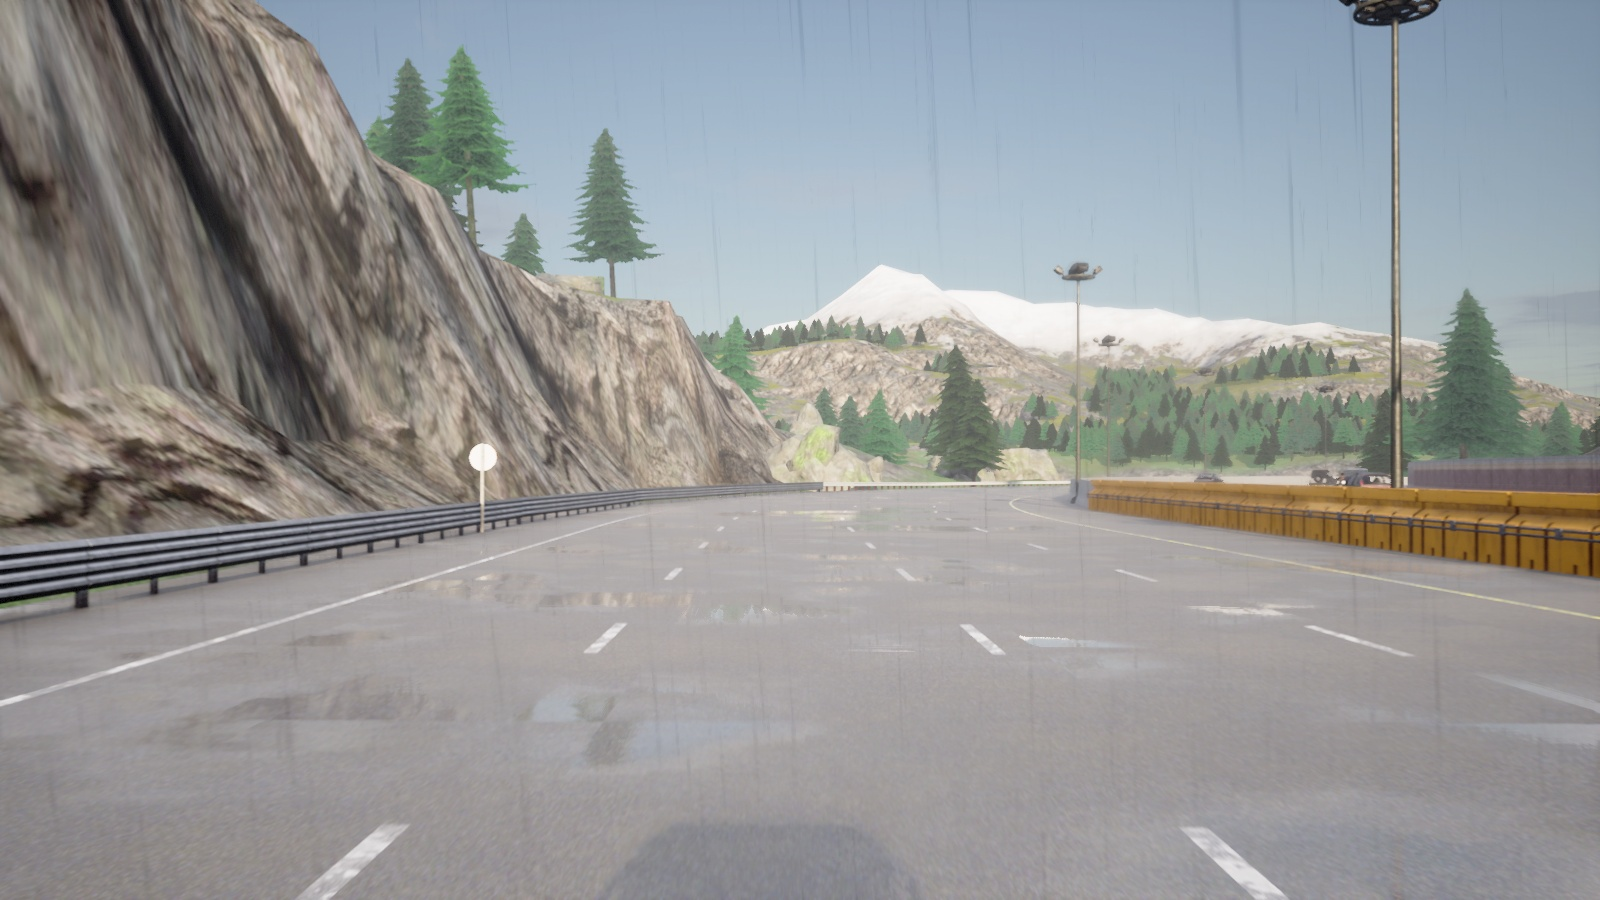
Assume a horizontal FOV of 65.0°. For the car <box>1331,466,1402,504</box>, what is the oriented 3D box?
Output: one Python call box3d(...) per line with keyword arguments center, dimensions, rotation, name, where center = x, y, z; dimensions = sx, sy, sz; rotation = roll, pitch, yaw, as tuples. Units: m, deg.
box3d(center=(25.495, 1.559, 56.636), dimensions=(1.851, 1.617, 3.988), rotation=(0, -1, 8), name="car")
